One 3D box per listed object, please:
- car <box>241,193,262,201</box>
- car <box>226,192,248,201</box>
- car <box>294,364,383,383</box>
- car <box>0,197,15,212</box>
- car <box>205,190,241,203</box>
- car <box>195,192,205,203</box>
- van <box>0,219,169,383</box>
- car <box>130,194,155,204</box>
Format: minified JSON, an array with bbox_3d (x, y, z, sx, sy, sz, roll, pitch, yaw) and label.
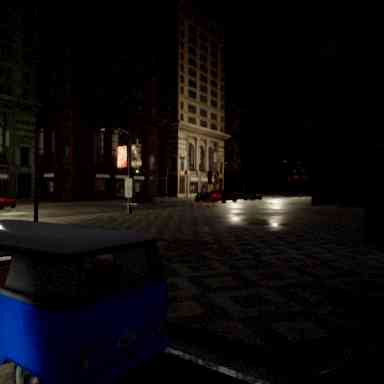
[{"bbox_3d":[10.910,0.845,59.251,1.994,1.385,4.181,0,1,35],"label":"car"},{"bbox_3d":[8.255,0.740,61.125,1.882,1.535,5.008,0,1,35],"label":"car"},{"bbox_3d":[2.407,1.583,1.365,4.206,1.307,1.802,0,0,35],"label":"car"},{"bbox_3d":[-20.023,1.202,32.521,1.882,1.535,5.008,0,1,35],"label":"car"},{"bbox_3d":[4.814,0.637,50.538,2.150,2.045,5.566,0,1,36],"label":"car"},{"bbox_3d":[2.442,0.742,52.802,2.097,1.767,4.553,0,1,36],"label":"car"},{"bbox_3d":[-2.205,1.339,4.626,3.998,1.788,1.690,0,0,35],"label":"van"},{"bbox_3d":[-7.516,1.014,50.207,1.994,1.385,4.181,0,1,35],"label":"car"}]
